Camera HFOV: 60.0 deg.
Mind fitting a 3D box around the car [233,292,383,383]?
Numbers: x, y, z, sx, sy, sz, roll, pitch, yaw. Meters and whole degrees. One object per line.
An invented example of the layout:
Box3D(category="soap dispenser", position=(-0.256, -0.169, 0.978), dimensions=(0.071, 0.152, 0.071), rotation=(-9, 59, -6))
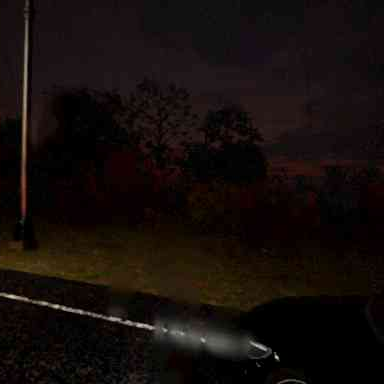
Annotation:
Box3D(category="car", position=(2.720, 1.582, 3.082), dimensions=(4.674, 1.442, 1.812), rotation=(1, 0, 25))
